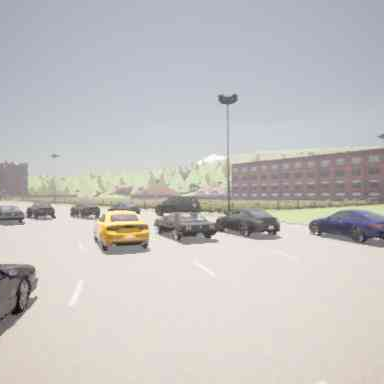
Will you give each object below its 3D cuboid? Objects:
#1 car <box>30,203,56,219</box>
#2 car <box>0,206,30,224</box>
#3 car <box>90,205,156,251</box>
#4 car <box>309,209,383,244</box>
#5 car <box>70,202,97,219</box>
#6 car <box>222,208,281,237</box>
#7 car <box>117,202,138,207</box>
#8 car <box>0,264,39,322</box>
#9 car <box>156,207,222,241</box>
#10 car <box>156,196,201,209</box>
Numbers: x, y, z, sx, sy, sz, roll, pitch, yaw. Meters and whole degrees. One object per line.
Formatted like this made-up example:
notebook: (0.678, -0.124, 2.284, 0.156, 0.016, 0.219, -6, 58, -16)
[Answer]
car: (-14.923, 1.835, 32.808, 1.837, 1.490, 4.892, 0, 0, -38)
car: (-15.499, 1.852, 27.902, 2.033, 1.411, 5.357, 0, 0, -38)
car: (-3.318, 1.600, 15.107, 1.882, 1.535, 5.008, 0, 0, -22)
car: (7.716, 1.561, 16.085, 1.812, 1.442, 4.674, 0, 0, -18)
car: (-10.618, 1.799, 32.934, 1.837, 1.490, 4.892, 0, 0, -37)
car: (3.023, 1.616, 18.549, 1.812, 1.442, 4.674, 0, 0, -23)
car: (-6.844, 1.794, 33.845, 1.812, 1.442, 4.674, 0, 0, -38)
car: (-3.884, 1.610, 4.623, 2.033, 1.411, 5.357, 0, 0, -8)
car: (-0.499, 1.714, 17.484, 1.895, 1.301, 4.718, 0, 0, -23)
car: (-1.389, 1.435, 32.529, 2.150, 2.045, 5.566, 0, 0, -37)
